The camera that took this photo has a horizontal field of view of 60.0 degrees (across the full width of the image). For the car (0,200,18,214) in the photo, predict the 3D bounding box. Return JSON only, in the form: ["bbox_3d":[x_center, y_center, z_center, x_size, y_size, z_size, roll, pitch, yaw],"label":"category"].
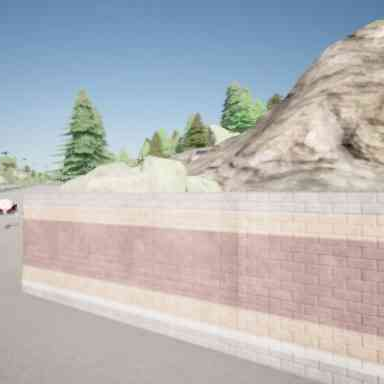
[{"bbox_3d":[-18.202,1.419,32.156,1.895,1.301,4.718,1,0,-18],"label":"car"}]
